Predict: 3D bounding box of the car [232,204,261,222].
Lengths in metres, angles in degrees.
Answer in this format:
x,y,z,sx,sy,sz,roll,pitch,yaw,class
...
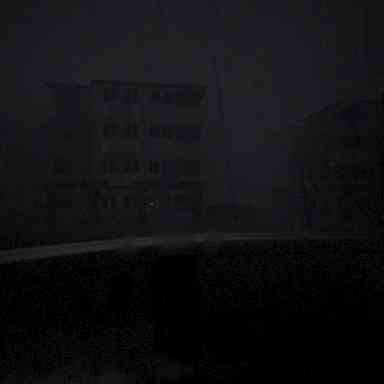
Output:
x,y,z,sx,sy,sz,roll,pitch,yaw,class
5.853,2.136,35.100,2.038,1.542,4.974,0,-1,22,car

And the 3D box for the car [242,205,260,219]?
x,y,z,sx,sy,sz,roll,pitch,yaw,class
5.836,1.978,35.053,1.853,1.218,4.536,0,-1,22,car

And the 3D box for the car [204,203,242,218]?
x,y,z,sx,sy,sz,roll,pitch,yaw,class
3.039,1.859,35.048,3.633,1.501,1.845,1,-1,3,car
